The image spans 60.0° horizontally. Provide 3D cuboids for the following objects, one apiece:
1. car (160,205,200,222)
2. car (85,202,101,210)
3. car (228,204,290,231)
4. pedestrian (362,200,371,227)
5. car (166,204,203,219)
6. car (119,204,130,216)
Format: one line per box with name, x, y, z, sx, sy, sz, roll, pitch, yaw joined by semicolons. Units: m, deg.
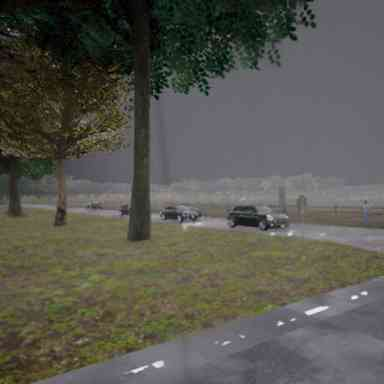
car;-1.284;2.024;31.810;1.837;1.490;4.892;-1;0;-35
car;-18.095;2.551;60.793;1.837;1.490;4.892;-1;-1;-35
car;4.598;1.683;23.450;2.097;1.767;4.553;-1;0;-35
pedestrian;12.129;1.460;23.133;0.375;1.860;0.375;-3;1;-35
car;-0.915;2.095;36.409;1.994;1.385;4.181;-1;0;-35
car;-7.247;2.210;40.295;1.837;1.490;4.892;-1;0;-35
